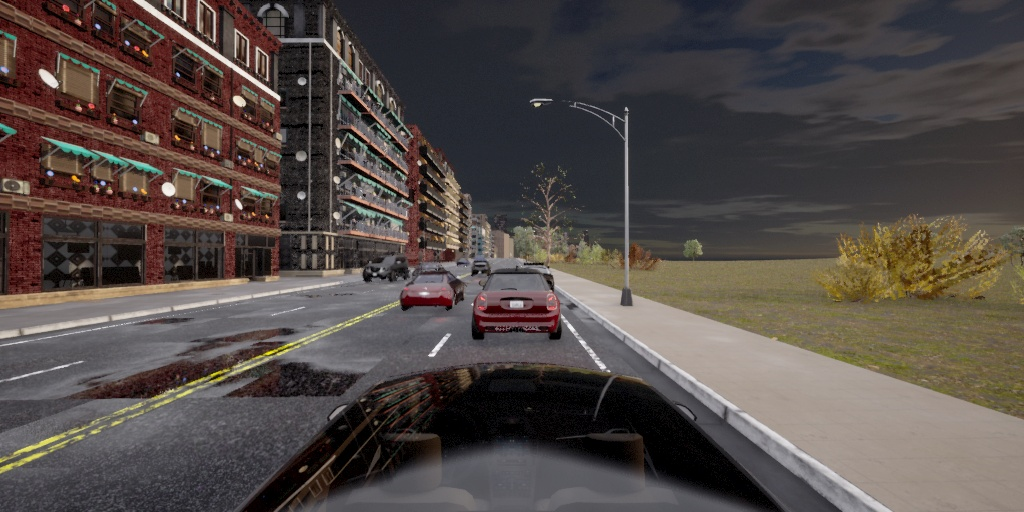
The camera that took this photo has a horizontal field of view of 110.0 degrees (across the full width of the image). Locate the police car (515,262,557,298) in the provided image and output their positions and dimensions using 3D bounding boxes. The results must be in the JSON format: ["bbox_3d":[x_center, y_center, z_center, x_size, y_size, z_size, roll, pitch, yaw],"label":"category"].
[{"bbox_3d":[1.174,1.178,19.649,1.930,1.638,5.238,0,0,0],"label":"police car"}]

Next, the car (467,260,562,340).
[{"bbox_3d":[0.113,1.103,10.154,2.097,1.767,4.553,0,0,0],"label":"car"}]

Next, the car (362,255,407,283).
[{"bbox_3d":[-9.794,0.974,28.354,2.150,2.045,5.566,0,0,0],"label":"car"}]

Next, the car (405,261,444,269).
[{"bbox_3d":[-6.544,1.244,28.679,2.128,1.511,4.902,0,0,0],"label":"car"}]

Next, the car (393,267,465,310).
[{"bbox_3d":[-3.124,1.316,14.791,1.994,1.385,4.181,0,0,0],"label":"car"}]

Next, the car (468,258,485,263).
[{"bbox_3d":[-3.075,1.259,36.896,1.837,1.490,4.892,0,1,0],"label":"car"}]
